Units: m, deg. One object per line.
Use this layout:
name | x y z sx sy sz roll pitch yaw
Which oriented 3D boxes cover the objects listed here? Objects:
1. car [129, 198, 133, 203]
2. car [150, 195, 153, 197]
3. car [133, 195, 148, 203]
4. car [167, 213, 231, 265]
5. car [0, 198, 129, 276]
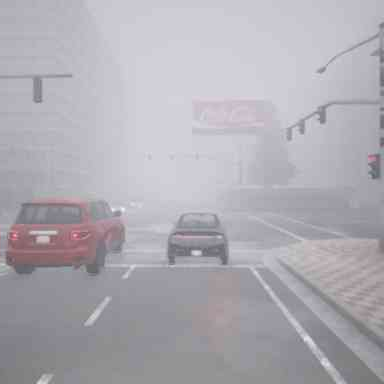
car | -10.574 1.481 49.429 1.895 1.301 4.718 0 0 0
car | -10.497 0.959 80.585 2.033 1.411 5.357 0 0 0
car | -10.507 1.442 65.313 1.895 1.301 4.718 0 0 0
car | 0.302 1.463 11.575 2.128 1.511 4.902 0 0 4
car | -3.579 1.196 10.472 2.150 2.045 5.566 0 0 -2
